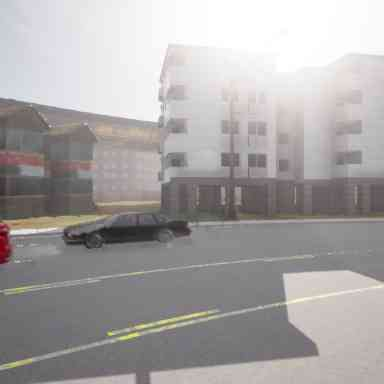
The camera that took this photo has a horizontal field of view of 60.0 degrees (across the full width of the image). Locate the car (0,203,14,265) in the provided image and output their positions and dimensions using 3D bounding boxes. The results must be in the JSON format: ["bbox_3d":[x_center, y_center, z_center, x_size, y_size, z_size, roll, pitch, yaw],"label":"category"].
[{"bbox_3d":[-7.181,1.223,7.507,5.566,2.045,2.150,0,-1,-37],"label":"car"}]

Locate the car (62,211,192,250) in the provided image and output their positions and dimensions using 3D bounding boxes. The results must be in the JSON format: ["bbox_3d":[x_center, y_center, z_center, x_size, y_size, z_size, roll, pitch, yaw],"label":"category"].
[{"bbox_3d":[-2.688,1.547,14.312,5.357,1.411,2.033,0,0,-27],"label":"car"}]
